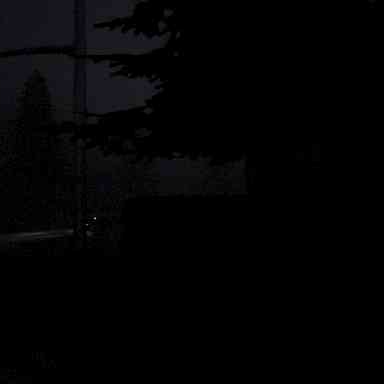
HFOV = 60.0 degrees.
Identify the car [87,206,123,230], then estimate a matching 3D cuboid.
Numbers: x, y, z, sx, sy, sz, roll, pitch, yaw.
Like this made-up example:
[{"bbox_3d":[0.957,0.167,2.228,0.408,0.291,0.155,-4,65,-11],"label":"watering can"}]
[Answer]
[{"bbox_3d":[-4.909,1.586,21.312,1.895,1.301,4.718,0,0,36],"label":"car"}]
